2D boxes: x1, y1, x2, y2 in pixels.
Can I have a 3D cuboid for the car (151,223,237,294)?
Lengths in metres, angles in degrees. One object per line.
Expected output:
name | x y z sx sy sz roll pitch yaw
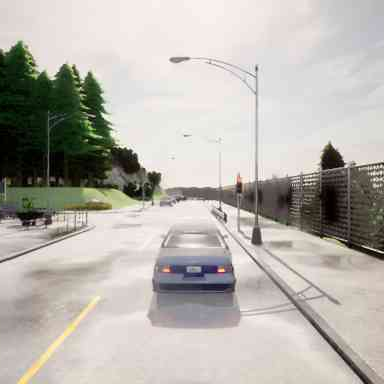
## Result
car | 0.058 1.547 8.960 2.033 1.411 5.357 0 0 1

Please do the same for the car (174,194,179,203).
car | -3.979 1.526 62.405 1.812 1.442 4.674 0 0 1

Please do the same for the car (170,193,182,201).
car | -3.903 1.225 72.810 2.150 2.045 5.566 0 0 0

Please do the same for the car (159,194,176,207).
car | -4.023 1.505 52.507 1.837 1.490 4.892 0 0 0

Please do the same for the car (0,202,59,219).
car | -14.094 1.547 27.904 5.357 1.411 2.033 0 0 -1

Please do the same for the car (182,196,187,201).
car | -3.689 1.540 86.799 5.357 1.411 2.033 0 0 40
